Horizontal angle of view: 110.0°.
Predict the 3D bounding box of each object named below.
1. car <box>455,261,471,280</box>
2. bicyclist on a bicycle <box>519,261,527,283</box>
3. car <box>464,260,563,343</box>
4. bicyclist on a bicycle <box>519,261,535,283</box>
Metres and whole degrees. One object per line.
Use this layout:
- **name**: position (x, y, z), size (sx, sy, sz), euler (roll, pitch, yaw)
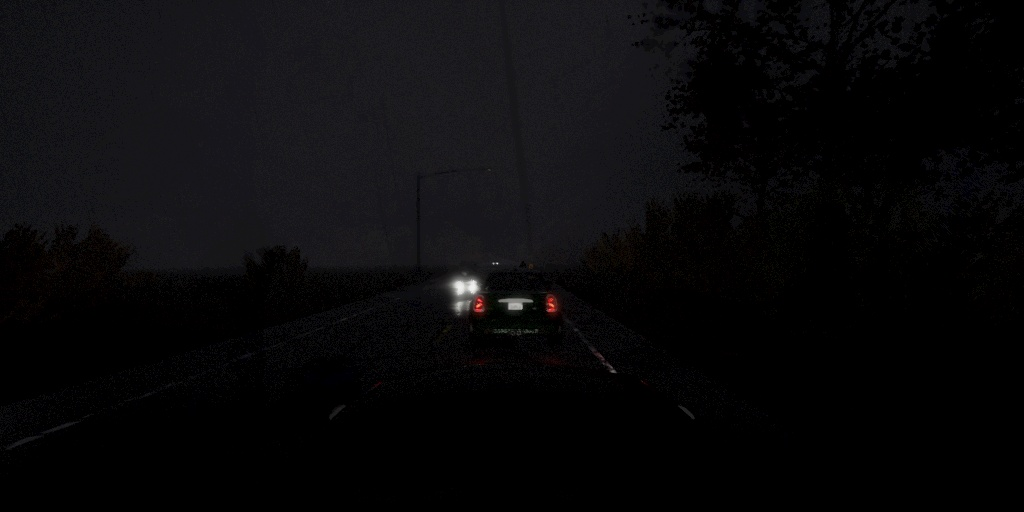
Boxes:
- **car**: position (-3.755, 1.231, 31.200), size (2.128, 1.511, 4.902), euler (0, 0, 0)
- **bicyclist on a bicycle**: position (0.841, 1.193, 27.290), size (0.582, 1.620, 1.656), euler (0, 0, 0)
- **car**: position (0.073, 1.099, 9.829), size (2.097, 1.767, 4.553), euler (0, 0, 0)
- **bicyclist on a bicycle**: position (0.904, 1.180, 17.173), size (0.866, 1.612, 1.509), euler (0, 0, 0)
